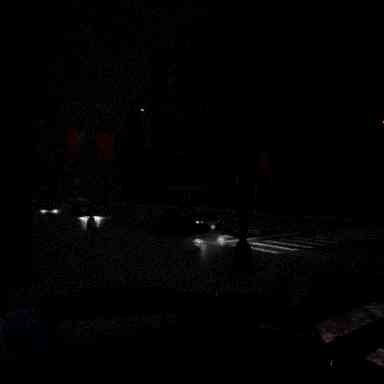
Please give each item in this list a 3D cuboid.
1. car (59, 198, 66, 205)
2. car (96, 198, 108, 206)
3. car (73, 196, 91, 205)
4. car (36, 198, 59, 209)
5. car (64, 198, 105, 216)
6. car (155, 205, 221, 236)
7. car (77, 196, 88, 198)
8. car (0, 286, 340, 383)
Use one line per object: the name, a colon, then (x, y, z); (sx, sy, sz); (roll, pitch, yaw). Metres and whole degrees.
car: (-25.231, 1.857, 65.160); (1.895, 1.301, 4.718); (0, 0, -36)
car: (-16.199, 1.787, 58.147); (1.994, 1.385, 4.181); (0, 0, -35)
car: (-22.011, 1.612, 66.250); (2.097, 1.767, 4.553); (0, 0, -36)
car: (-21.284, 1.701, 48.351); (1.882, 1.535, 5.008); (0, 0, -36)
car: (-11.066, 1.667, 33.960); (2.033, 1.411, 5.357); (0, 0, -36)
car: (-0.352, 1.540, 19.037); (2.128, 1.511, 4.902); (0, 0, -36)
car: (-18.959, 1.743, 56.428); (1.812, 1.442, 4.674); (0, 0, -36)
car: (-0.868, 1.526, 2.230); (4.674, 1.442, 1.812); (0, 0, -35)
